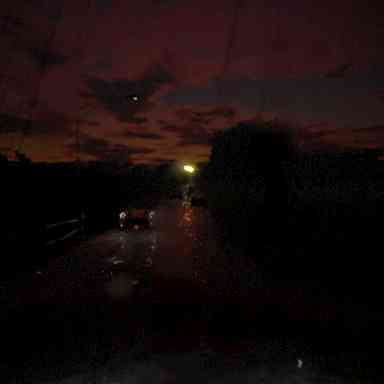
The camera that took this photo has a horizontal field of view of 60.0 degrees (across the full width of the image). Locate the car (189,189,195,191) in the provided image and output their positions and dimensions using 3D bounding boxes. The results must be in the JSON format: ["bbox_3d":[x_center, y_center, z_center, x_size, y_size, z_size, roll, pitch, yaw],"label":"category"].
[{"bbox_3d":[0.786,0.826,51.349,1.801,1.575,5.366,0,1,0],"label":"car"}]

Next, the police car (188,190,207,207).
[{"bbox_3d":[0.793,0.992,41.271,1.930,1.638,5.238,0,1,0],"label":"police car"}]

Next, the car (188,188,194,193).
[{"bbox_3d":[0.781,0.594,57.128,2.097,1.767,4.553,0,1,0],"label":"car"}]

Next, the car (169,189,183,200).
[{"bbox_3d":[-2.837,0.406,59.619,2.150,2.045,5.566,0,1,1],"label":"car"}]

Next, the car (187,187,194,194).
[{"bbox_3d":[-0.056,0.266,74.662,1.895,1.301,4.718,0,2,0],"label":"car"}]

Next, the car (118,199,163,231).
[{"bbox_3d":[-2.864,1.204,19.362,2.097,1.767,4.553,0,1,0],"label":"car"}]
